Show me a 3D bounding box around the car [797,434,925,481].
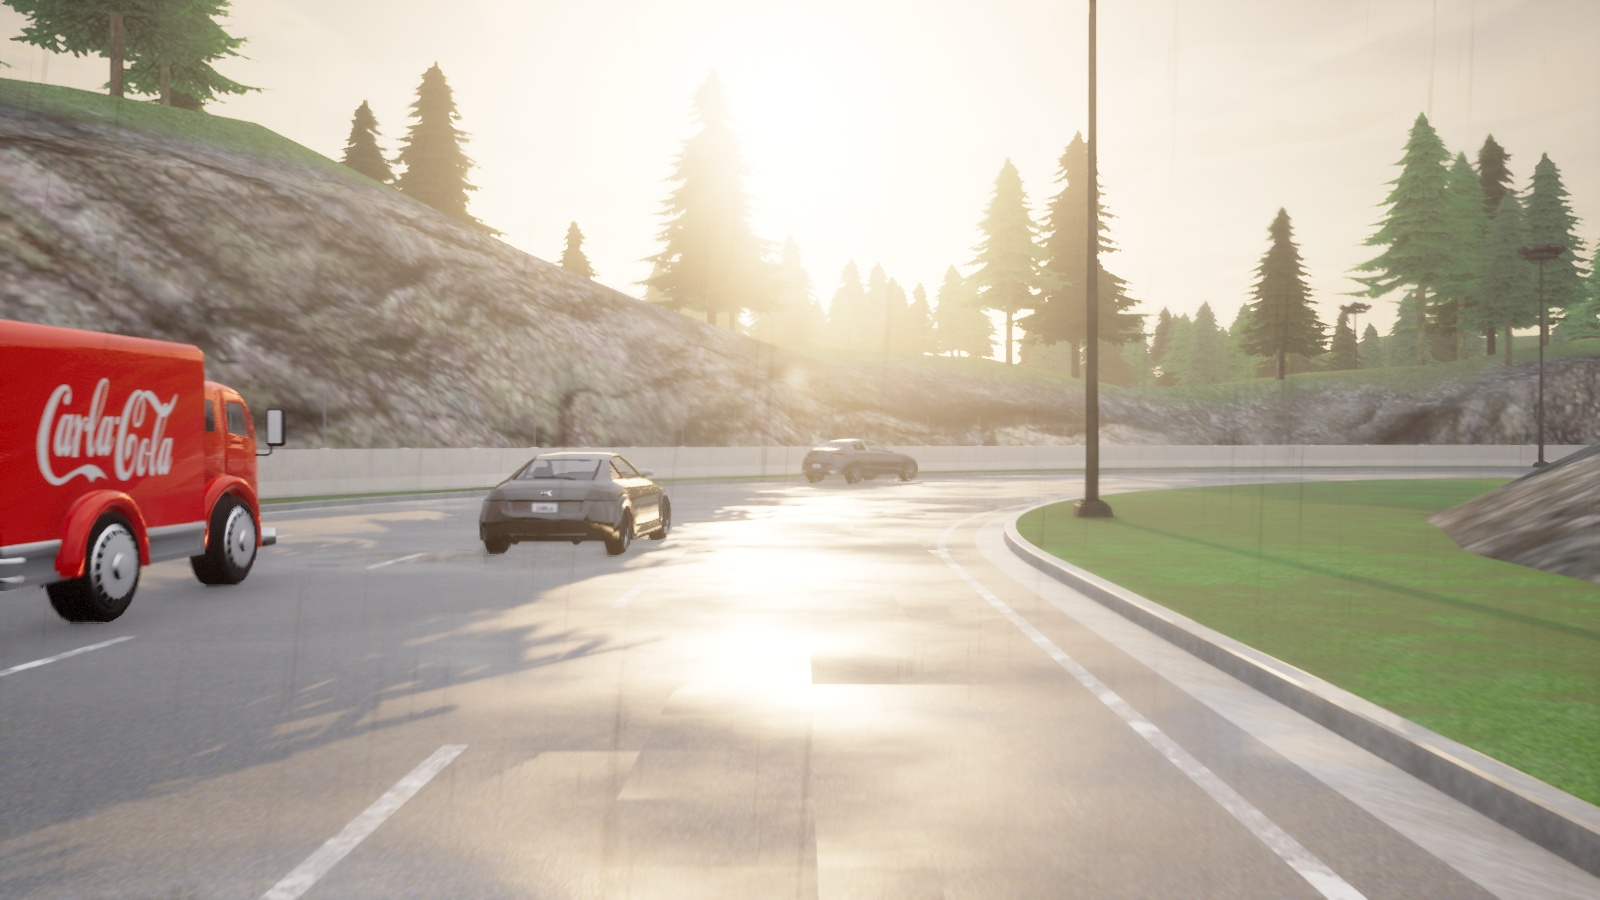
[{"bbox_3d":[2.358,0.261,47.149,2.152,1.651,5.027,0,0,41],"label":"car"}]

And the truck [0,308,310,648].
[{"bbox_3d":[-6.917,0.188,11.726,2.627,2.467,5.204,0,0,0],"label":"truck"}]

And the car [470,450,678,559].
[{"bbox_3d":[-3.155,0.704,18.435,1.994,1.385,4.181,0,0,5],"label":"car"}]
